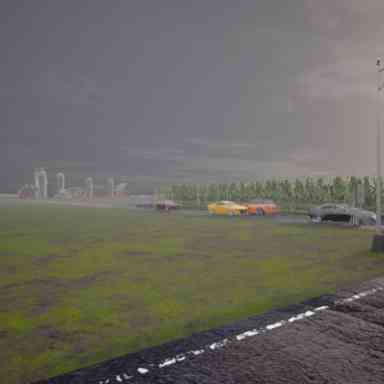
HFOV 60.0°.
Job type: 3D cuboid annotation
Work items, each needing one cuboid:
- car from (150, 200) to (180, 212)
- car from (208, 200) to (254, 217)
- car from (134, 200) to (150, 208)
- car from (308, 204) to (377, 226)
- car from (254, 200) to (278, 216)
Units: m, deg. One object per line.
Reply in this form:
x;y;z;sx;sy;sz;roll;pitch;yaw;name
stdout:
-3.440;1.822;45.245;1.882;1.535;5.008;0;-1;-34;car
3.720;1.705;34.727;1.882;1.535;5.008;0;-1;-34;car
-8.503;2.041;57.858;1.994;1.385;4.181;0;-1;-34;car
10.895;1.604;24.245;2.128;1.511;4.902;0;-1;-35;car
6.824;1.578;35.372;2.097;1.767;4.553;0;-1;-34;car
